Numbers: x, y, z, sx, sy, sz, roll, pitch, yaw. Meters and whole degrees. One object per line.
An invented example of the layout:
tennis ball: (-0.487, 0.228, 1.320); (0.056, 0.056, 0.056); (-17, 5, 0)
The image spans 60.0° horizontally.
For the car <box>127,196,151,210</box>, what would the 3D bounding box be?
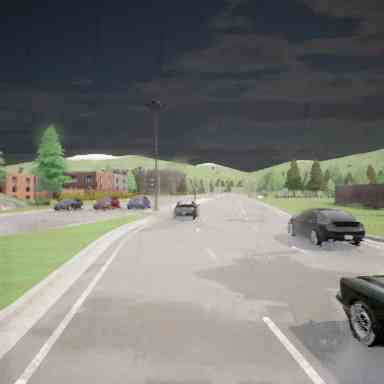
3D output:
car: (-6.844, 1.333, 43.016); (2.097, 1.767, 4.553); (0, 0, 7)

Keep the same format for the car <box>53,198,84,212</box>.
car: (-14.436, 1.491, 39.232); (1.837, 1.490, 4.892); (0, 0, 8)

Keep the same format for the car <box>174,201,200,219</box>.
car: (-0.388, 1.480, 28.508); (2.128, 1.511, 4.902); (0, 0, 6)

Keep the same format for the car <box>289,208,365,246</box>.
car: (5.942, 1.498, 15.234); (1.837, 1.490, 4.892); (0, 0, -2)

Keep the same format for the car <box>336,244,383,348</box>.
car: (3.541, 1.599, 3.445); (1.895, 1.301, 4.718); (0, 0, -7)

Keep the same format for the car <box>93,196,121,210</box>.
car: (-10.585, 1.335, 41.558); (2.097, 1.767, 4.553); (0, 0, 8)
